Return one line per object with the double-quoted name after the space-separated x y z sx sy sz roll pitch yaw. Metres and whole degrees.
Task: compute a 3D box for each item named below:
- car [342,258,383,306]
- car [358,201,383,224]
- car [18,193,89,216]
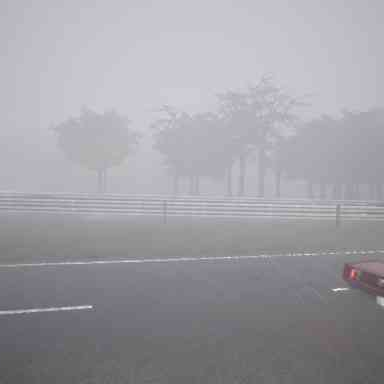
5.437 1.641 6.301 4.718 1.301 1.895 1 1 -15 "car"
14.404 1.438 23.546 4.892 1.490 1.837 1 2 -3 "car"
-9.924 0.873 24.012 4.892 1.490 1.837 1 2 5 "car"
